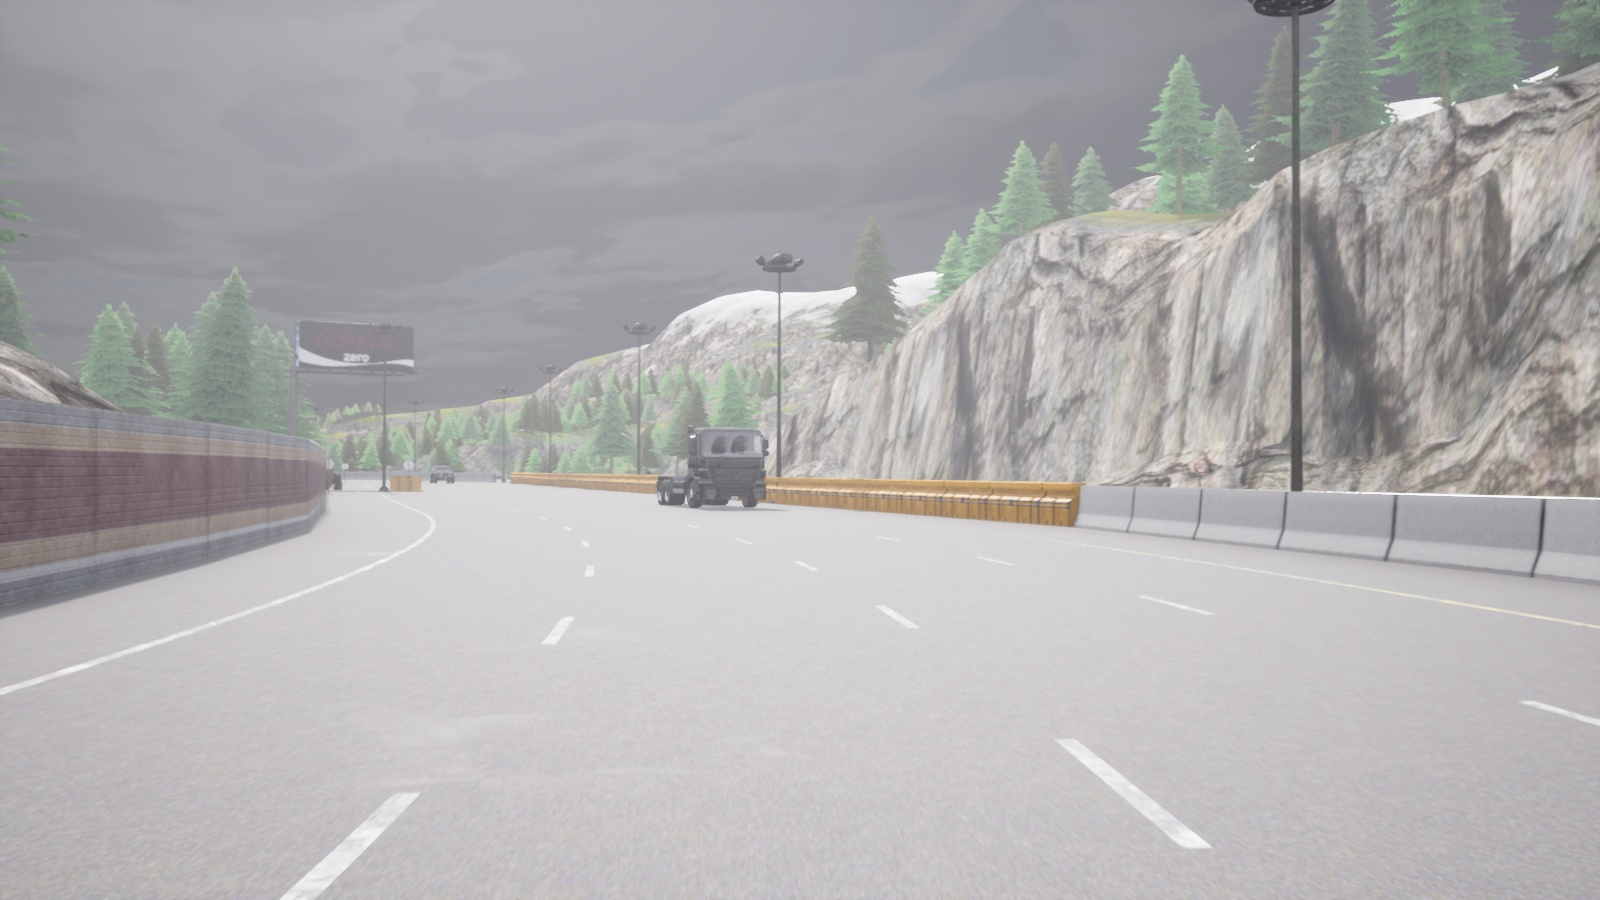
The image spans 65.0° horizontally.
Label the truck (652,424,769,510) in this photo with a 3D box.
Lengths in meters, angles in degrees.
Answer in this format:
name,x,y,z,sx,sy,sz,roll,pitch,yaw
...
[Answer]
name,x,y,z,sx,sy,sz,roll,pitch,yaw
truck,-4.040,0.763,54.552,2.891,3.462,7.936,0,-1,-21
